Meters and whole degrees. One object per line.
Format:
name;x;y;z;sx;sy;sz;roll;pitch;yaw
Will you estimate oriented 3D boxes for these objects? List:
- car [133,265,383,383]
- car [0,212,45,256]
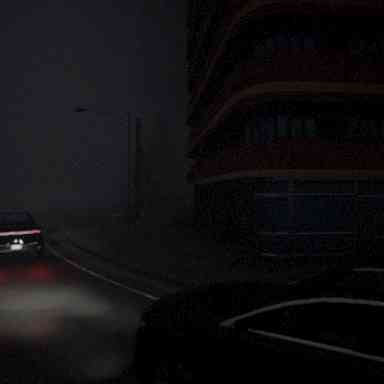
car;1.555;1.491;3.089;4.902;1.511;2.128;0;0;37
car;-6.782;1.492;12.392;2.128;1.511;4.902;0;0;-33
